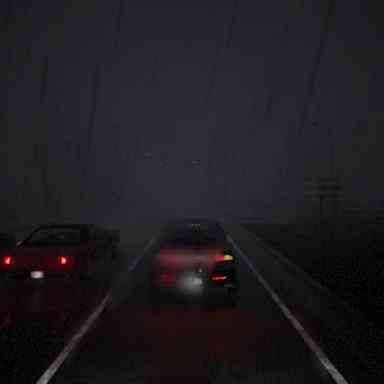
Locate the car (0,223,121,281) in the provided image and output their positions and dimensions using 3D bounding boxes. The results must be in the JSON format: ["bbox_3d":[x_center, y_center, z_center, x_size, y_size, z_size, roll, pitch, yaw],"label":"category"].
[{"bbox_3d":[-3.436,1.549,9.641,1.895,1.301,4.718,0,0,0],"label":"car"}]

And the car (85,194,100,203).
[{"bbox_3d":[-18.510,1.147,62.312,1.882,1.535,5.008,0,0,0],"label":"car"}]

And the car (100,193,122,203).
[{"bbox_3d":[-15.011,1.024,61.698,2.097,1.767,4.553,0,0,0],"label":"car"}]

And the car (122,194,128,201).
[{"bbox_3d":[-15.011,1.172,71.737,1.994,1.385,4.181,0,0,0],"label":"car"}]

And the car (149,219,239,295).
[{"bbox_3d":[0.056,1.445,8.556,2.128,1.511,4.902,0,0,0],"label":"car"}]

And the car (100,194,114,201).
[{"bbox_3d":[-18.511,1.140,72.413,1.812,1.442,4.674,0,0,0],"label":"car"}]
